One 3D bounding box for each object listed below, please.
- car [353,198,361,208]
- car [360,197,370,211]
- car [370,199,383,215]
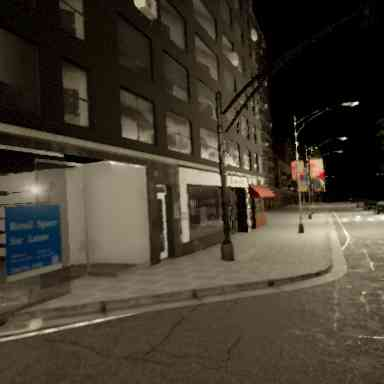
[{"bbox_3d":[29.422,2.007,57.198,1.812,1.442,4.674,-4,-3,22],"label":"car"},{"bbox_3d":[24.445,1.744,44.984,1.882,1.535,5.008,-4,-2,22],"label":"car"},{"bbox_3d":[20.612,1.673,35.440,1.994,1.385,4.181,-4,-2,22],"label":"car"}]
